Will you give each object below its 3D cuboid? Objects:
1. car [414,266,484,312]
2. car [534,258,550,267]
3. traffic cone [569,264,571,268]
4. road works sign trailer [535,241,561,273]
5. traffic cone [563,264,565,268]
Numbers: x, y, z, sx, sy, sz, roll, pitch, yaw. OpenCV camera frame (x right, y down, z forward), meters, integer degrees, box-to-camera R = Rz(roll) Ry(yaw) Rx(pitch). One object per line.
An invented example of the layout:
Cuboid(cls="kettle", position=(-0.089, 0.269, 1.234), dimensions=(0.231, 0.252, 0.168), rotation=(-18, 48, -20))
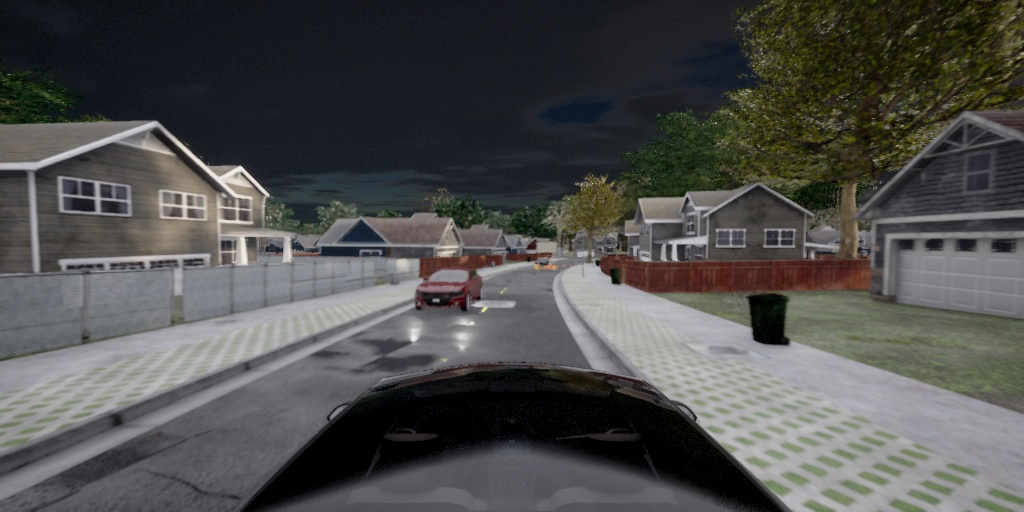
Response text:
Cuboid(cls="car", position=(-2.336, 1.186, 14.338), dimensions=(1.882, 1.535, 5.008), rotation=(0, 0, 4))
Cuboid(cls="car", position=(4.623, 0.908, 55.030), dimensions=(1.837, 1.490, 4.892), rotation=(1, 1, 16))
Cuboid(cls="traffic cone", position=(8.660, 1.432, 53.120), dimensions=(0.340, 0.580, 0.340), rotation=(0, 0, 15))
Cuboid(cls="road works sign trailer", position=(3.959, 0.050, 40.899), dimensions=(2.380, 3.560, 2.880), rotation=(0, 0, 14))
Cuboid(cls="traffic cone", position=(7.703, 1.418, 53.334), dimensions=(0.340, 0.580, 0.340), rotation=(0, 0, 13))
